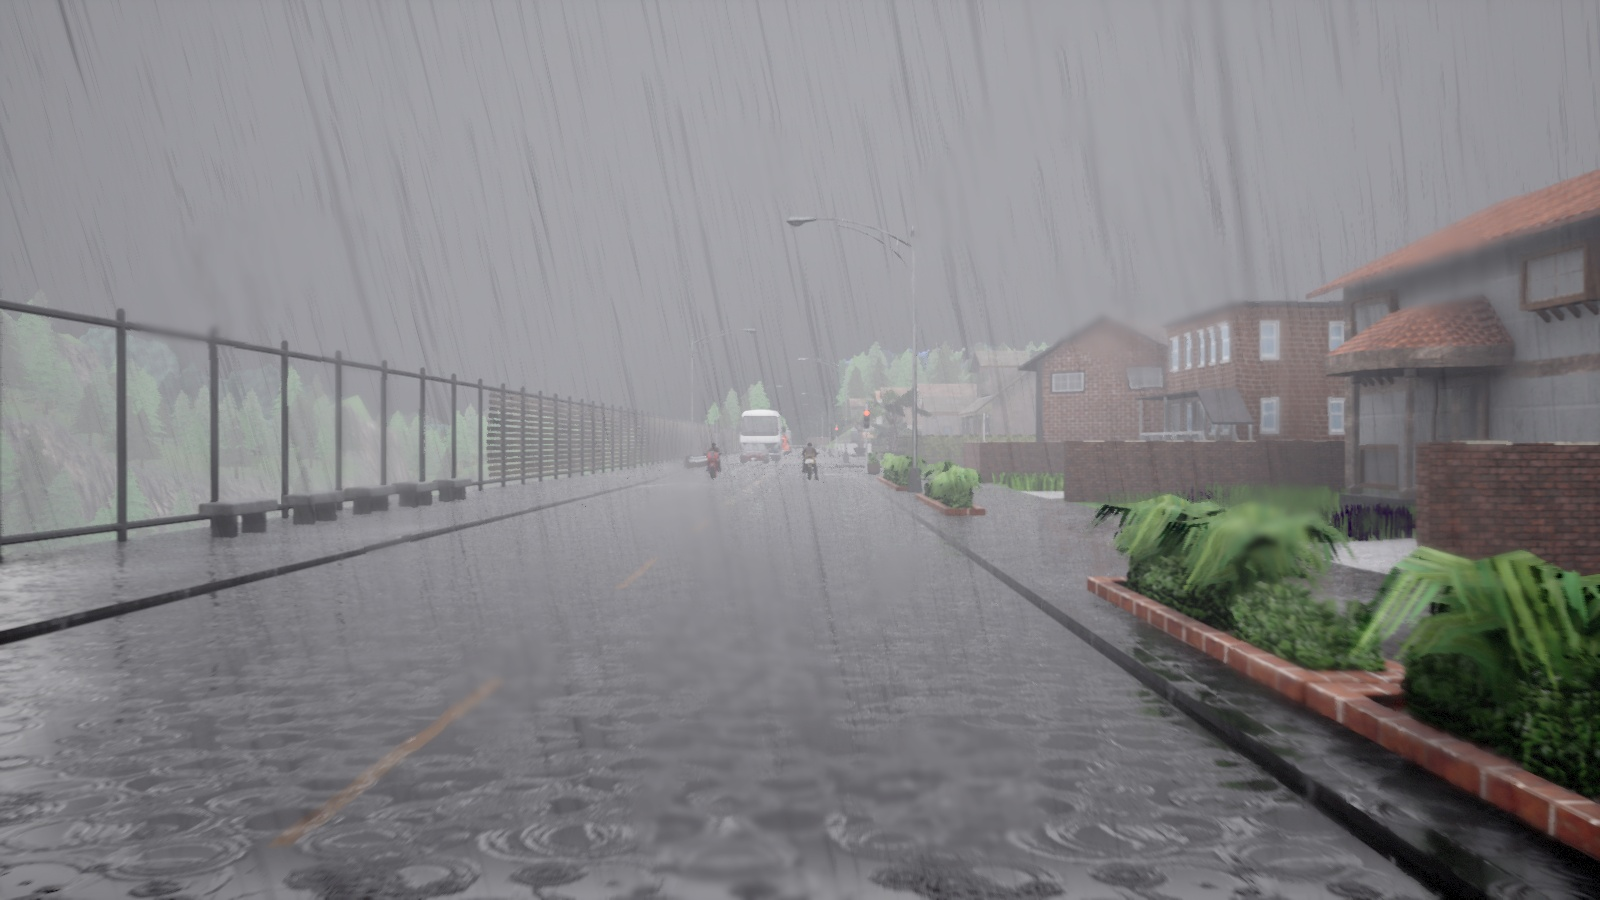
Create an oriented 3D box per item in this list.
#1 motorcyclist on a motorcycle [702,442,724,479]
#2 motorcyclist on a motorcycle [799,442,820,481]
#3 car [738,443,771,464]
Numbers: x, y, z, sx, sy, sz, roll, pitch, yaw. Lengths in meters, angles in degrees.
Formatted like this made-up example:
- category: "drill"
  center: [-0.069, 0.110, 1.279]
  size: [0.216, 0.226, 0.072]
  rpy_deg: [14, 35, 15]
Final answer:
- category: "motorcyclist on a motorcycle"
  center: [-3.612, 0.431, 52.240]
  size: [0.797, 1.523, 2.044]
  rpy_deg: [0, 0, 0]
- category: "motorcyclist on a motorcycle"
  center: [0.379, 0.443, 50.676]
  size: [0.797, 1.523, 2.044]
  rpy_deg: [0, 0, 0]
- category: "car"
  center: [-3.319, 0.222, 92.530]
  size: [2.163, 1.488, 4.792]
  rpy_deg: [0, 0, 0]
